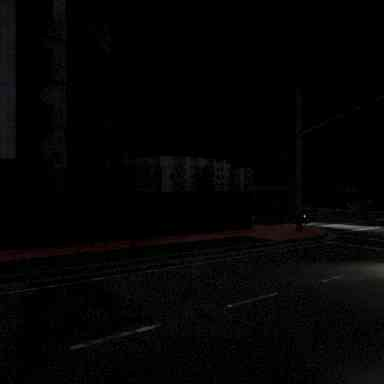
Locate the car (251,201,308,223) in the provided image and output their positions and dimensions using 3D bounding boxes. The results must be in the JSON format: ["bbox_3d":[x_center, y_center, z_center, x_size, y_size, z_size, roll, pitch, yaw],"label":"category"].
[{"bbox_3d":[6.688,1.492,26.003,2.128,1.511,4.902,0,0,-36],"label":"car"}]

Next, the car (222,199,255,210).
[{"bbox_3d":[6.223,1.601,44.862,1.895,1.301,4.718,0,0,-30],"label":"car"}]
